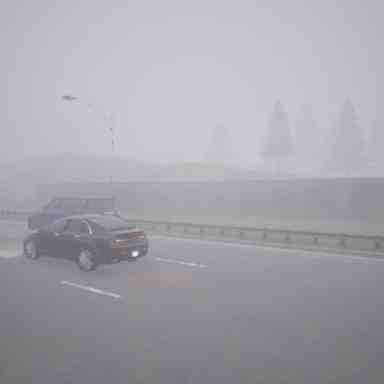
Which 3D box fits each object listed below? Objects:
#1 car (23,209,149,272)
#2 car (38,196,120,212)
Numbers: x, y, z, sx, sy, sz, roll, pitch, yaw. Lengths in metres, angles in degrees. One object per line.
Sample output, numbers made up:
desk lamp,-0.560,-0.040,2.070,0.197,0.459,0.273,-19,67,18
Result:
car,-3.579,1.503,10.839,4.892,1.490,1.837,0,0,36
car,-6.020,1.221,16.883,5.566,2.045,2.150,0,0,36
